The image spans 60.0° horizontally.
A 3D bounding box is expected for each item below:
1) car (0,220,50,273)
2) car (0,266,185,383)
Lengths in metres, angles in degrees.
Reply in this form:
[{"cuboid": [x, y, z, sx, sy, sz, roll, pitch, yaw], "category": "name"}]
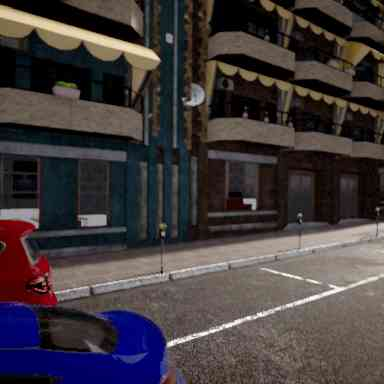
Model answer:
[{"cuboid": [-4.126, 1.325, 3.592, 5.009, 1.841, 2.192, -1, 1, -36], "category": "car"}, {"cuboid": [-2.190, 1.532, 1.816, 4.674, 1.442, 1.812, -1, 0, -36], "category": "car"}]
